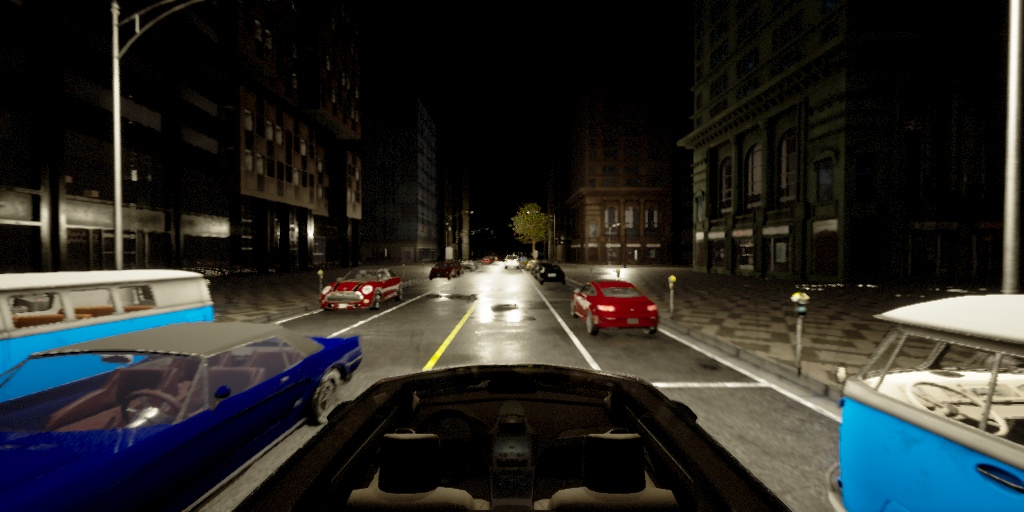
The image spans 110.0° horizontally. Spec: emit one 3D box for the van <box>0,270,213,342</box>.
[{"bbox_3d":[-5.764,1.090,4.267,1.690,1.789,3.998,0,0,0],"label":"van"}]

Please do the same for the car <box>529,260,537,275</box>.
[{"bbox_3d":[2.759,1.299,31.053,1.948,1.339,4.313,0,0,0],"label":"car"}]

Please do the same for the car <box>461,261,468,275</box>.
[{"bbox_3d":[-5.767,1.310,35.730,1.802,1.307,4.207,0,0,0],"label":"car"}]

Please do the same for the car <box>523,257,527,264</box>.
[{"bbox_3d":[2.758,1.235,46.832,1.751,1.417,4.829,0,0,0],"label":"car"}]

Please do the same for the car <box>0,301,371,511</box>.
[{"bbox_3d":[-3.078,1.351,2.927,1.895,1.301,4.718,0,0,0],"label":"car"}]

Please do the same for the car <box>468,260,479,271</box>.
[{"bbox_3d":[-5.767,1.261,46.486,2.007,1.370,4.403,0,0,0],"label":"car"}]

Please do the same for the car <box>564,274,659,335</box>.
[{"bbox_3d":[2.761,1.329,10.241,1.802,1.307,4.207,0,0,0],"label":"car"}]

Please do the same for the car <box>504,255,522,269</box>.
[{"bbox_3d":[-0.010,0.917,53.524,2.150,2.045,5.566,0,0,0],"label":"car"}]

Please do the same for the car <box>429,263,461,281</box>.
[{"bbox_3d":[-5.766,1.279,30.353,1.888,1.381,4.507,0,0,0],"label":"car"}]

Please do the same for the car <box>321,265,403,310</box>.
[{"bbox_3d":[-5.765,1.185,14.218,1.967,1.591,4.097,0,0,0],"label":"car"}]

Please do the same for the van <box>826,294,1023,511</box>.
[{"bbox_3d":[2.800,1.091,0.578,1.690,1.789,3.998,0,0,0],"label":"van"}]

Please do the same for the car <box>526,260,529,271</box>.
[{"bbox_3d":[2.759,1.277,36.255,2.007,1.370,4.403,0,0,0],"label":"car"}]

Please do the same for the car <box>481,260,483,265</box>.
[{"bbox_3d":[-5.768,1.265,51.865,1.948,1.339,4.313,0,0,0],"label":"car"}]

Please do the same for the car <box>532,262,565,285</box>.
[{"bbox_3d":[2.760,1.304,25.849,1.948,1.339,4.313,0,0,0],"label":"car"}]
